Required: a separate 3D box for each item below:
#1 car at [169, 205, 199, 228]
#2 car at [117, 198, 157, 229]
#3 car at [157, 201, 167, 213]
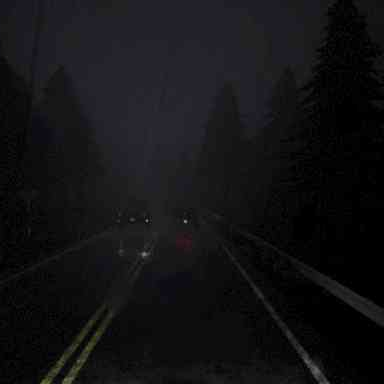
[{"bbox_3d":[-0.547,1.712,24.188,1.837,1.490,4.892,0,-1,-3],"label":"car"},{"bbox_3d":[-3.964,1.440,24.086,2.150,2.045,5.566,0,-1,-3],"label":"car"},{"bbox_3d":[-4.636,1.865,41.214,1.837,1.490,4.892,-2,0,-26],"label":"car"}]
